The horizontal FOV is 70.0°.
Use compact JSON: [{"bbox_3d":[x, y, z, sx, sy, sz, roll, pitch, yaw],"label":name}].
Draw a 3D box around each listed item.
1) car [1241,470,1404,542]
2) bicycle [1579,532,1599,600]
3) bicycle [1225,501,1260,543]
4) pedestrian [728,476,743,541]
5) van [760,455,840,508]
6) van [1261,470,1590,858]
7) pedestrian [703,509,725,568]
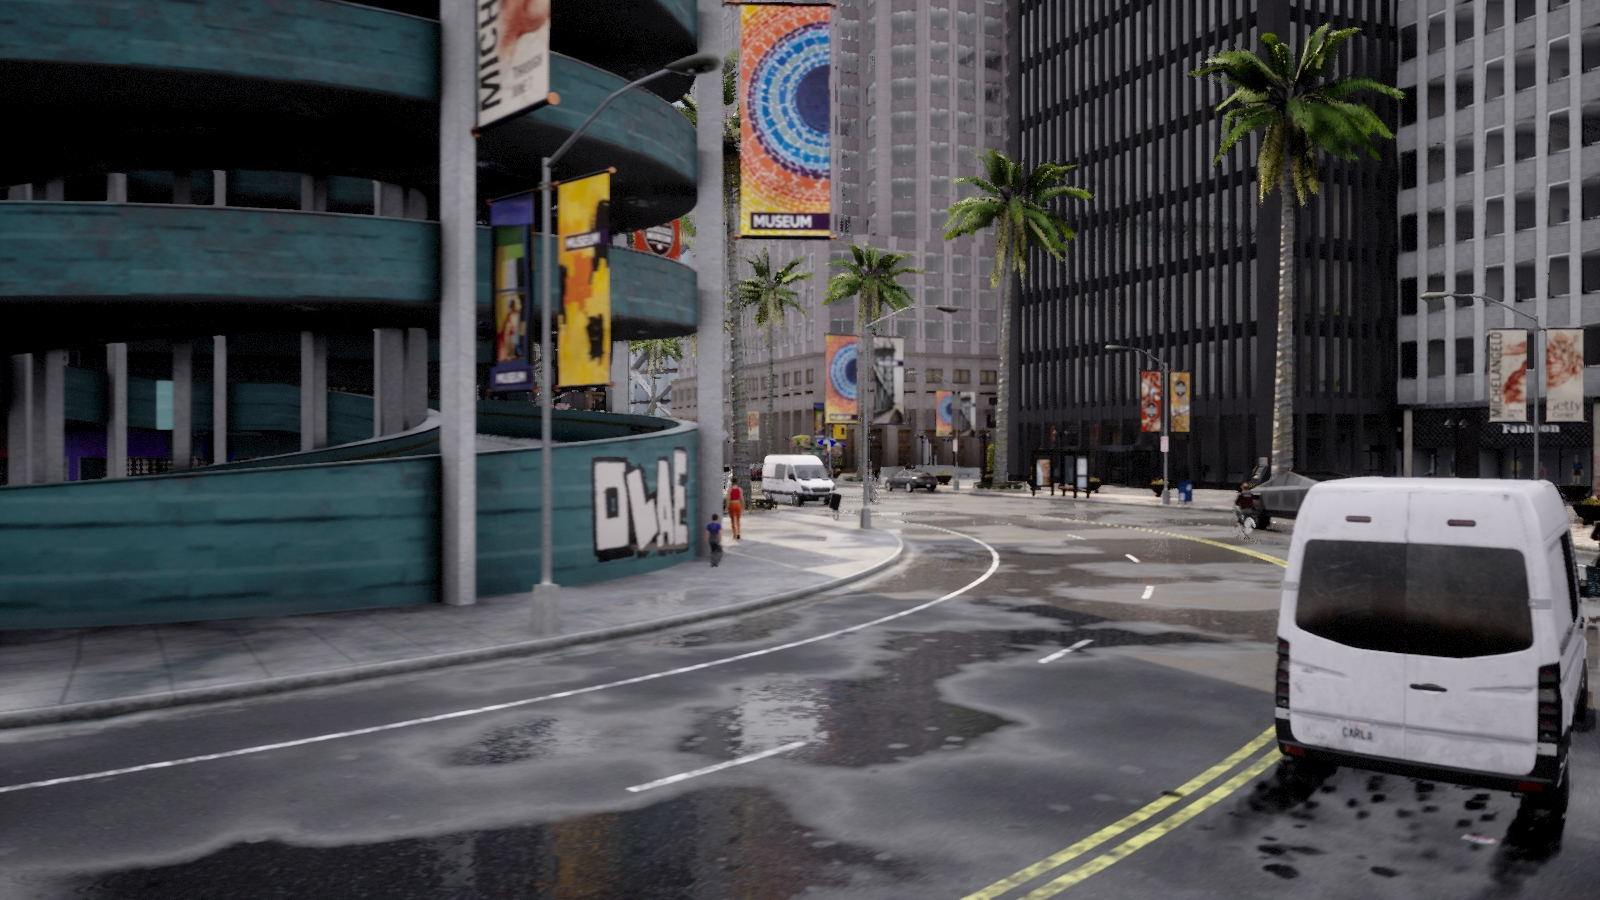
[{"bbox_3d":[17.167,1.758,38.000,2.390,2.098,6.274,0,0,-2],"label":"car"},{"bbox_3d":[15.209,2.212,21.604,0.329,1.171,1.835,0,0,20],"label":"bicycle"},{"bbox_3d":[13.718,2.214,35.466,0.329,1.171,1.835,-1,0,-1],"label":"bicycle"},{"bbox_3d":[-1.876,1.702,33.283,0.375,1.860,0.375,0,0,-12],"label":"pedestrian"},{"bbox_3d":[-0.069,1.544,58.945,1.988,2.561,5.915,0,0,-23],"label":"van"},{"bbox_3d":[6.214,1.535,10.880,1.988,2.561,5.915,1,0,36],"label":"van"},{"bbox_3d":[-1.940,1.981,25.718,0.375,1.300,0.375,0,0,18],"label":"pedestrian"}]
